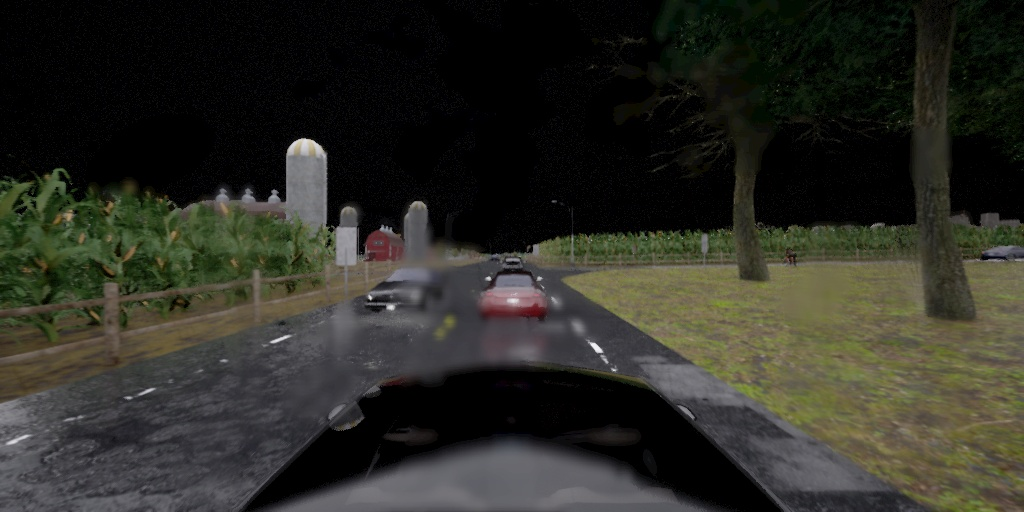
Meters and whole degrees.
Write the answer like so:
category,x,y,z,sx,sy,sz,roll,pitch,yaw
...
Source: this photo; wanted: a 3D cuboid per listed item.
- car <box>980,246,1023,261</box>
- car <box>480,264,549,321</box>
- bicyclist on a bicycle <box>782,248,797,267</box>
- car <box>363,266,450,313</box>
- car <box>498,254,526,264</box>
category,x,y,z,sx,sy,sz,roll,pitch,yaw
car,47.978,-0.265,34.397,4.181,1.385,1.994,-1,0,1
car,0.068,1.148,11.625,1.994,1.385,4.181,0,1,0
bicyclist on a bicycle,24.252,0.139,31.369,0.582,1.620,1.656,-1,1,0
car,-3.574,1.104,13.309,2.033,1.411,5.357,0,1,0
car,0.070,0.800,29.341,1.837,1.490,4.892,0,1,0
